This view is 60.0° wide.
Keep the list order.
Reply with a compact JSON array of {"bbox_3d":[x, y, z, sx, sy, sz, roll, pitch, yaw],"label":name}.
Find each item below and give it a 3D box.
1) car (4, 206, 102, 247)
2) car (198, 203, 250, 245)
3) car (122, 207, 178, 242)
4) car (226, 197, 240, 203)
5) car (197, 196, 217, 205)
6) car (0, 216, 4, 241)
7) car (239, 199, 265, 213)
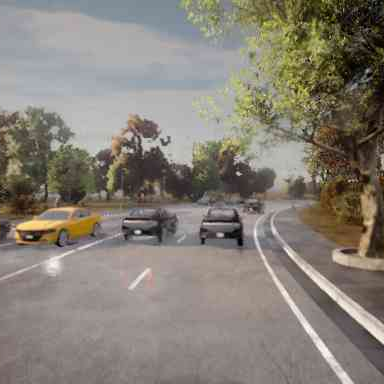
[{"bbox_3d":[-5.859,1.452,15.195,1.882,1.535,5.008,0,0,9],"label":"car"},{"bbox_3d":[1.476,1.496,15.633,2.128,1.511,4.902,0,0,8],"label":"car"},{"bbox_3d":[-1.929,1.482,16.486,2.128,1.511,4.902,0,0,9],"label":"car"},{"bbox_3d":[7.039,1.576,54.747,1.994,1.385,4.181,0,0,28],"label":"car"},{"bbox_3d":[2.476,1.491,53.587,1.837,1.490,4.892,0,0,27],"label":"car"},{"bbox_3d":[-9.555,1.485,13.784,1.812,1.442,4.674,0,0,7],"label":"car"},{"bbox_3d":[6.949,1.533,37.001,1.837,1.490,4.892,0,0,20],"label":"car"}]
